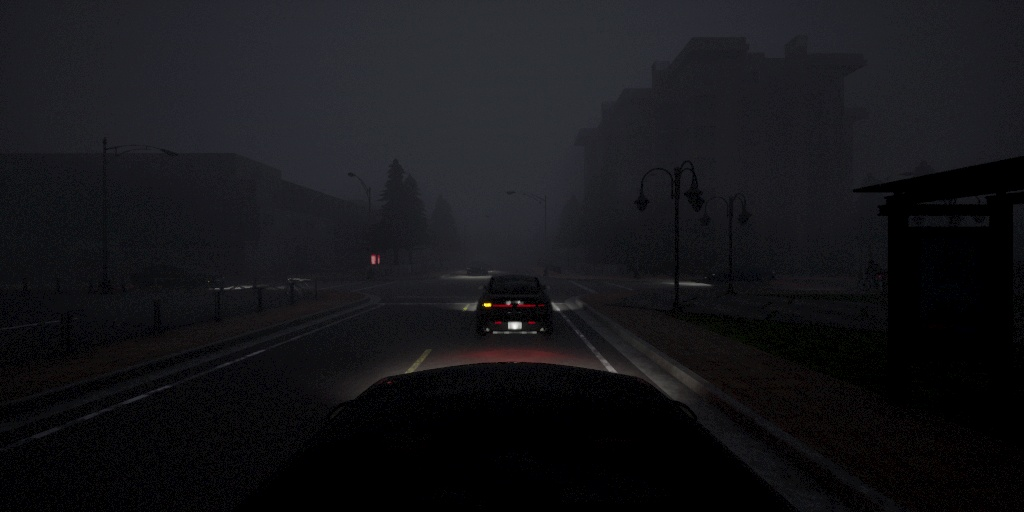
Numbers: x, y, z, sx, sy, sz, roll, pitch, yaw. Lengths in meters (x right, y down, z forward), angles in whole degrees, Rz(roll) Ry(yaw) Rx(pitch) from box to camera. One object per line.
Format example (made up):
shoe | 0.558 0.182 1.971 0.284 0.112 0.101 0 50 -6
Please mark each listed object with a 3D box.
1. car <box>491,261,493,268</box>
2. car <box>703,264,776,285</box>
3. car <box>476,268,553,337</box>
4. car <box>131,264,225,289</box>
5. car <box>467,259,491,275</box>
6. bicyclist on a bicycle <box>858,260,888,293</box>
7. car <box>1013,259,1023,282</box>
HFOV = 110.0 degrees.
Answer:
car | -3.684 1.227 50.138 1.882 1.535 5.008 0 0 0
car | 16.170 1.260 25.582 4.674 1.442 1.812 0 0 1
car | 0.066 1.256 10.238 1.837 1.490 4.892 0 0 0
car | -20.558 1.239 22.184 4.892 1.490 1.837 0 0 0
car | -3.674 1.227 38.771 1.882 1.535 5.008 0 0 0
bicyclist on a bicycle | 18.254 1.035 18.092 0.582 1.620 1.656 0 0 0
car | 34.477 1.087 25.430 4.553 1.767 2.097 0 0 1
